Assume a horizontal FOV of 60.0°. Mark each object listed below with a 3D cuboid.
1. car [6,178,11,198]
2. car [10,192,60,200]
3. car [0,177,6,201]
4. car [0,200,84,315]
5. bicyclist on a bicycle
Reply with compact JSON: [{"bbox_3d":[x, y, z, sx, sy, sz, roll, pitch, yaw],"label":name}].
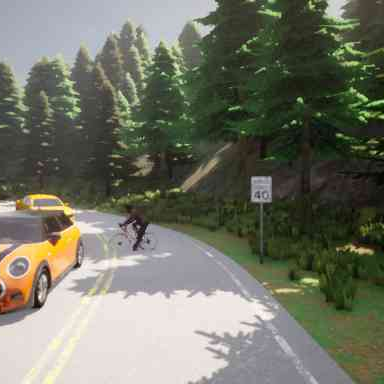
[{"bbox_3d":[-18.139,-0.359,28.224,5.566,2.045,2.150,4,-1,13],"label":"car"},{"bbox_3d":[-7.704,0.927,17.230,1.882,1.535,5.008,0,3,-39],"label":"car"},{"bbox_3d":[-16.747,-0.214,23.991,5.566,2.045,2.150,5,1,18],"label":"car"},{"bbox_3d":[-3.970,1.260,7.559,2.097,1.767,4.553,0,1,-6],"label":"car"},{"bbox_3d":[-2.000,1.272,11.453,1.656,1.620,0.582,-2,2,-15],"label":"bicyclist on a bicycle"}]
